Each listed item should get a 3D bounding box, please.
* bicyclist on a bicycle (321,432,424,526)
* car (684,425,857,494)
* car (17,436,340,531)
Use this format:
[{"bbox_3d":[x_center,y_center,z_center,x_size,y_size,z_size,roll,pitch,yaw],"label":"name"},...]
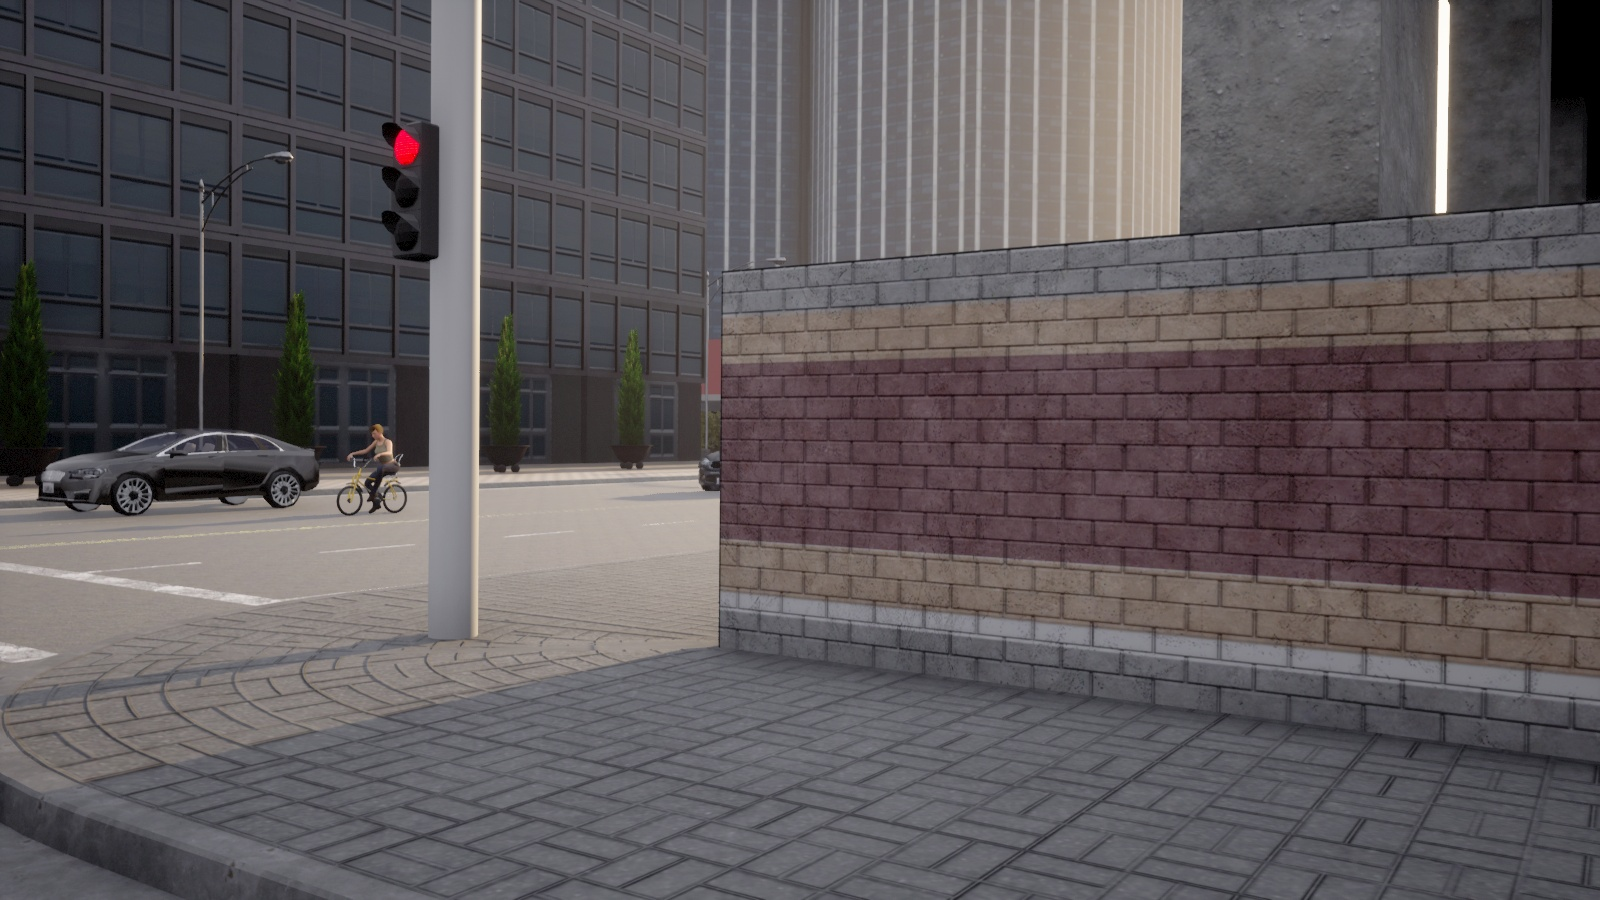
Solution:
[{"bbox_3d":[-7.597,0.485,22.361,0.866,1.612,1.509,0,1,34],"label":"bicyclist on a bicycle"},{"bbox_3d":[-0.680,0.189,32.698,2.242,1.667,4.611,0,1,34],"label":"car"},{"bbox_3d":[-11.276,0.527,23.165,2.128,1.511,4.902,0,1,34],"label":"car"}]
